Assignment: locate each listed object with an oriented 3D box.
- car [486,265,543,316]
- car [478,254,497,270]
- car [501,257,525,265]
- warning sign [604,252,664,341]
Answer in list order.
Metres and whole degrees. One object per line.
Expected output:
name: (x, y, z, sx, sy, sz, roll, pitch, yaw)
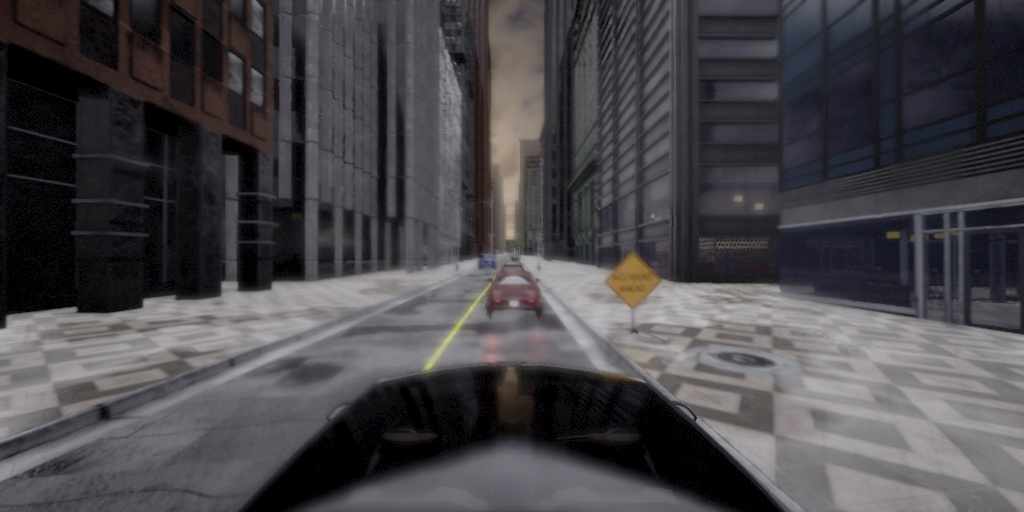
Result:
car: (0.078, 1.235, 12.982, 1.812, 1.442, 4.674, 0, 0, 0)
car: (-3.099, 0.738, 46.213, 2.150, 2.045, 5.566, 0, 0, 0)
car: (0.081, 1.113, 30.426, 2.128, 1.511, 4.902, 0, 0, 0)
warning sign: (2.715, 0.844, 8.008, 1.300, 1.860, 1.060, 0, 0, 0)
